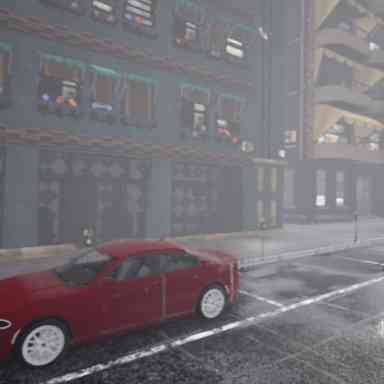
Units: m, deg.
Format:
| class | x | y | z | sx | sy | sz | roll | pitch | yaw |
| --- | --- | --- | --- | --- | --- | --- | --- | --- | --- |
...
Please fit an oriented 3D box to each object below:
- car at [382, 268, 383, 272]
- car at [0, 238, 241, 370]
| class | x | y | z | sx | sy | sz | roll | pitch | yaw |
| --- | --- | --- | --- | --- | --- | --- | --- | --- | --- |
| car | 6.641 | 1.592 | 8.125 | 4.718 | 1.301 | 1.895 | 0 | 0 | -36 |
| car | -1.164 | 1.543 | 5.716 | 4.507 | 1.381 | 1.887 | 0 | 1 | -36 |
